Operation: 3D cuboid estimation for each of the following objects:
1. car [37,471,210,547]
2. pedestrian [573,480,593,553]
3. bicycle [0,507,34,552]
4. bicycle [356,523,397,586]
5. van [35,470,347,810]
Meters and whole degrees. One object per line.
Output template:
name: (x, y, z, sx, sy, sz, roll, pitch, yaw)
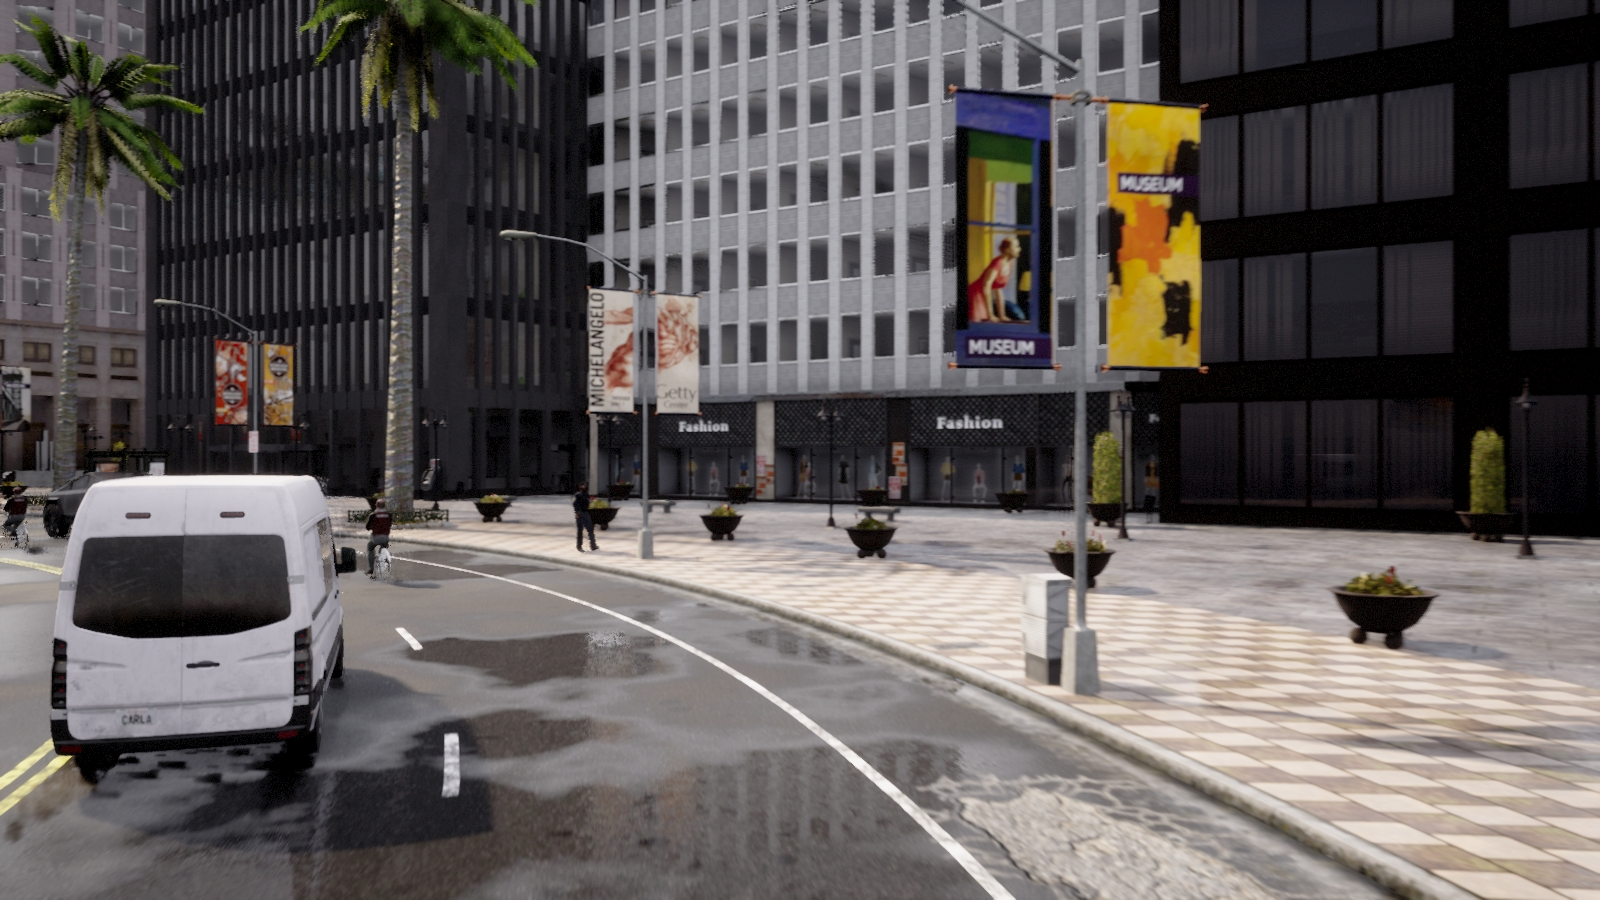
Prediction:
car: (-21.346, 1.763, 35.937, 6.274, 2.098, 2.390, 0, 0, 36)
pedestrian: (-5.563, 1.700, 29.305, 0.375, 1.860, 0.375, 0, 0, -45)
bicycle: (-22.096, 2.220, 32.075, 1.835, 1.171, 0.329, 0, 0, 35)
bicycle: (-9.073, 2.214, 24.458, 0.329, 1.171, 1.835, 0, 0, -36)
van: (-5.987, 1.537, 12.024, 1.988, 2.561, 5.915, 0, 0, -19)
